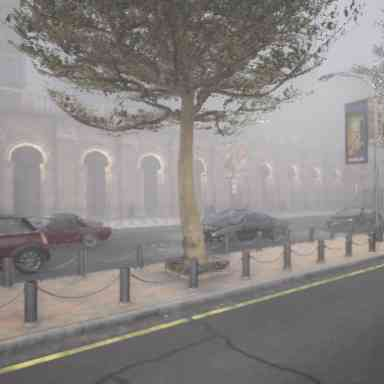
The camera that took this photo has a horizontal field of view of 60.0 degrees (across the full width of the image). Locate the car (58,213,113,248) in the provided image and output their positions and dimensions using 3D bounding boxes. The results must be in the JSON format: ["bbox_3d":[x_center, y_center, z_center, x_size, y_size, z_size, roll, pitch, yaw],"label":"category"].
[{"bbox_3d":[-5.903,1.727,13.940,4.718,1.301,1.895,0,-1,-37],"label":"car"}]

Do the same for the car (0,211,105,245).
[{"bbox_3d":[-7.078,1.748,16.991,4.718,1.301,1.895,0,-1,-37],"label":"car"}]

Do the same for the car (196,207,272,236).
[{"bbox_3d":[2.640,1.690,20.261,4.674,1.442,1.812,0,-1,-37],"label":"car"}]

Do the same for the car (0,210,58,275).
[{"bbox_3d":[-6.439,1.439,9.184,4.553,1.767,2.097,0,-1,-37],"label":"car"}]

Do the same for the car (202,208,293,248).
[{"bbox_3d":[2.516,1.676,15.828,5.357,1.411,2.033,0,-1,-37],"label":"car"}]

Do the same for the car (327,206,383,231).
[{"bbox_3d":[10.815,1.691,21.938,4.674,1.442,1.812,0,-1,-36],"label":"car"}]
